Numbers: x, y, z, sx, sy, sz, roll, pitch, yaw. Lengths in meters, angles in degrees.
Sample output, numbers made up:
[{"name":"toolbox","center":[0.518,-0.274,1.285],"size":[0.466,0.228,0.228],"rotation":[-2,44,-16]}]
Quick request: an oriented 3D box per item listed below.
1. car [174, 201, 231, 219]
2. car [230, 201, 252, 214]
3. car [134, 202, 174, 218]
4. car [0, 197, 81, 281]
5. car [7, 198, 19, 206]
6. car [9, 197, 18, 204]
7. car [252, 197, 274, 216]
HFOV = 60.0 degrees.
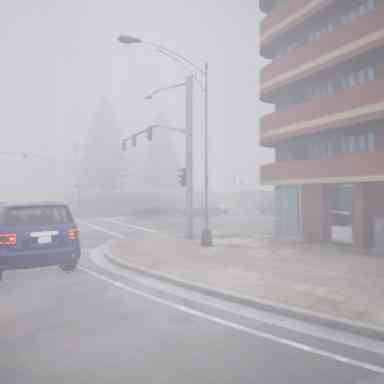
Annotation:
[{"name":"car","center":[1.058,1.839,32.189],"size":[4.718,1.301,1.895],"rotation":[0,0,-28]},{"name":"car","center":[4.638,1.745,38.005],"size":[5.008,1.535,1.882],"rotation":[0,0,-28]},{"name":"car","center":[-3.547,1.777,33.712],"size":[4.674,1.442,1.812],"rotation":[0,0,-27]},{"name":"car","center":[-5.265,1.287,10.324],"size":[2.150,2.045,5.566],"rotation":[0,0,-37]},{"name":"car","center":[-36.517,1.968,67.876],"size":[2.033,1.411,5.357],"rotation":[0,0,-28]},{"name":"car","center":[-41.346,1.963,76.968],"size":[1.882,1.535,5.008],"rotation":[0,0,-28]},{"name":"car","center":[9.795,1.475,36.749],"size":[5.566,2.045,2.150],"rotation":[0,0,-28]}]
